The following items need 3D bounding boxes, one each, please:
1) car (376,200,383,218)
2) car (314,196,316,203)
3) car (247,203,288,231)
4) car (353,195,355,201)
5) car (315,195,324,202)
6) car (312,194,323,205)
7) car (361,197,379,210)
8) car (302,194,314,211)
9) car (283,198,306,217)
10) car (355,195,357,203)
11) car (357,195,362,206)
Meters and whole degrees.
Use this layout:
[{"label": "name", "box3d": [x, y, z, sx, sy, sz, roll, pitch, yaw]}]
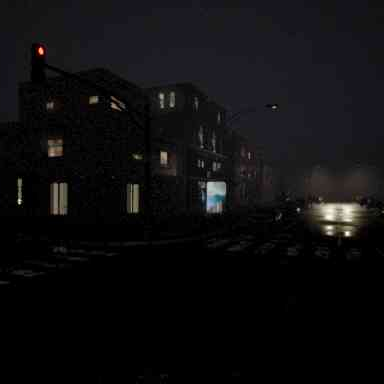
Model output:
[{"label": "car", "box3d": [16.750, 1.588, 27.581, 1.802, 1.307, 4.206, 0, 0, 24]}, {"label": "car", "box3d": [15.660, 1.535, 45.975, 1.752, 1.417, 4.829, 0, 0, 24]}, {"label": "car", "box3d": [4.648, 1.585, 20.842, 1.802, 1.307, 4.206, 0, 0, 24]}, {"label": "car", "box3d": [34.478, 1.606, 68.043, 1.802, 1.307, 4.206, 0, 0, 24]}, {"label": "car", "box3d": [31.241, 1.471, 81.536, 1.967, 1.590, 4.097, 0, 0, 24]}, {"label": "car", "box3d": [22.377, 1.332, 61.305, 2.192, 1.841, 5.009, 0, 0, 24]}, {"label": "car", "box3d": [23.398, 1.561, 42.755, 2.008, 1.369, 4.403, 0, 0, 24]}, {"label": "car", "box3d": [13.512, 1.448, 41.073, 1.967, 1.590, 4.097, 0, 0, 24]}, {"label": "car", "box3d": [9.079, 1.556, 30.957, 2.008, 1.369, 4.403, 0, 0, 24]}, {"label": "car", "box3d": [30.047, 1.569, 57.929, 2.008, 1.369, 4.403, 0, 0, 24]}, {"label": "car", "box3d": [27.831, 1.455, 52.870, 1.967, 1.590, 4.097, 0, 0, 24]}]
